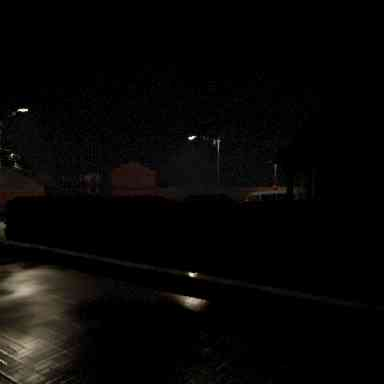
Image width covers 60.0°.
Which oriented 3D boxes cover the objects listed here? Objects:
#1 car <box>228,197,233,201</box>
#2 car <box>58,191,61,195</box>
[{"bbox_3d":[3.866,1.301,45.328,1.882,1.535,5.008,0,0,35],"label":"car"},{"bbox_3d":[-26.475,0.725,64.968,3.866,1.878,1.905,0,0,35],"label":"car"}]
